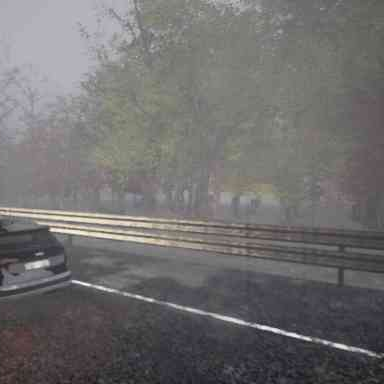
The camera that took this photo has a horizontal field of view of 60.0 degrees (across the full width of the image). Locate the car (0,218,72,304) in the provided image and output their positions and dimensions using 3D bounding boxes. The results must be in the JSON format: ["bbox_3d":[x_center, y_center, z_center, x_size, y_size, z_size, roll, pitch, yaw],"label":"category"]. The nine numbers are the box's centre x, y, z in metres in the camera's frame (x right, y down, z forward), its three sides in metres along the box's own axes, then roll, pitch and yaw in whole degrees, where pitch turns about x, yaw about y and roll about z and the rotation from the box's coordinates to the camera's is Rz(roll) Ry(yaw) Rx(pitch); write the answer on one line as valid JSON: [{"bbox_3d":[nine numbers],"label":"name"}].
[{"bbox_3d":[-4.678,1.388,7.322,4.856,1.649,2.033,0,0,34],"label":"car"}]
